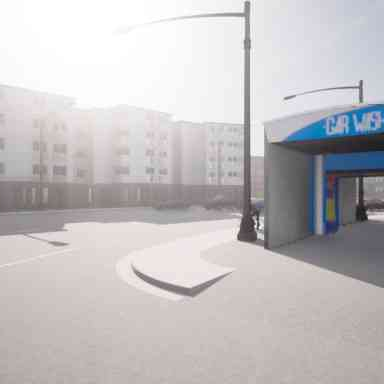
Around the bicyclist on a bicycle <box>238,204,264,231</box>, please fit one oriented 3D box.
[{"bbox_3d":[3.224,1.301,18.277,1.656,1.620,0.582,0,0,38],"label":"bicyclist on a bicycle"}]

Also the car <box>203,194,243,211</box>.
[{"bbox_3d":[3.983,1.221,40.295,5.566,2.045,2.150,0,0,-30],"label":"car"}]

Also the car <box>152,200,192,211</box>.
[{"bbox_3d":[-2.461,1.601,40.145,4.718,1.301,1.895,0,0,-36],"label":"car"}]

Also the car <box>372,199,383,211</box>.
[{"bbox_3d":[22.010,1.526,39.917,4.674,1.442,1.812,0,0,-18],"label":"car"}]

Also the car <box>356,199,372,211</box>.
[{"bbox_3d":[15.680,1.601,34.090,4.718,1.301,1.895,0,0,-22],"label":"car"}]

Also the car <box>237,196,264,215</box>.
[{"bbox_3d":[7.442,1.477,33.961,5.008,1.535,1.882,0,0,-32],"label":"car"}]
